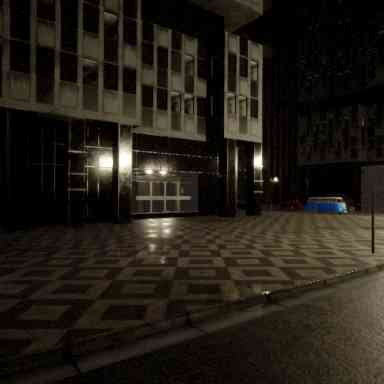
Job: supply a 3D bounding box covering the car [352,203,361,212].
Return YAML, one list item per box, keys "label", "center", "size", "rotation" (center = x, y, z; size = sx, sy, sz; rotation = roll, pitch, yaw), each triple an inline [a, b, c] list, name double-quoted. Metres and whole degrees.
- label: "car"
  center: [20.683, 1.725, 39.137]
  size: [1.947, 1.339, 4.313]
  rotation: [0, 0, -36]

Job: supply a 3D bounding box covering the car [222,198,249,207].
- label: "car"
  center: [7.442, 1.839, 57.655]
  size: [1.752, 1.417, 4.829]
  rotation: [0, 0, -36]

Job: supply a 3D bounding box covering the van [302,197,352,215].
- label: "van"
  center: [13.753, 1.425, 34.173]
  size: [1.690, 1.788, 3.998]
  rotation: [0, 0, -36]

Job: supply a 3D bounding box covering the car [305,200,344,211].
- label: "car"
  center: [17.397, 1.749, 43.732]
  size: [2.008, 1.369, 4.403]
  rotation: [0, 0, -36]

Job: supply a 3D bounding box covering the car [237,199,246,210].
- label: "car"
  center: [7.182, 1.706, 43.362]
  size: [1.887, 1.381, 4.507]
  rotation: [0, 0, -36]

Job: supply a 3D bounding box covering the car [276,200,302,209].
- label: "car"
  center: [14.112, 1.818, 48.327]
  size: [1.802, 1.307, 4.206]
  rotation: [0, 0, -36]
